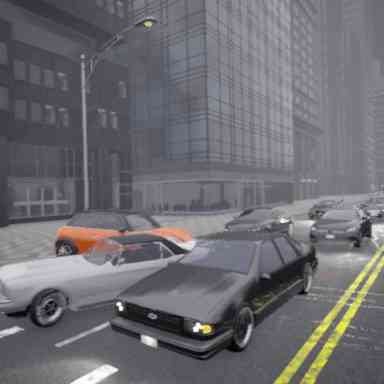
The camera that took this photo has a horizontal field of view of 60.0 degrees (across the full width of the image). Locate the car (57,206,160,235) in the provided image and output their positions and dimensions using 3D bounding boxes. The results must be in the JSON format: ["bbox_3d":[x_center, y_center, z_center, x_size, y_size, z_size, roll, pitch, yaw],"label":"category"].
[{"bbox_3d":[-2.020,1.371,10.546,4.553,1.767,2.097,0,1,22],"label":"car"}]

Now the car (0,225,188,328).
[{"bbox_3d":[-1.627,1.645,7.250,4.718,1.301,1.895,-2,0,-33],"label":"car"}]

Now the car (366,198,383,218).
[{"bbox_3d":[13.454,1.170,24.019,2.128,1.511,4.902,-1,0,35],"label":"car"}]

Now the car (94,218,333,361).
[{"bbox_3d":[0.979,1.534,6.536,2.033,1.411,5.357,-1,0,36],"label":"car"}]

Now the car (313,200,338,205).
[{"bbox_3d":[10.305,1.322,25.190,1.994,1.385,4.181,-1,0,36],"label":"car"}]

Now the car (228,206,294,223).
[{"bbox_3d":[3.171,1.437,15.234,1.837,1.490,4.892,-1,0,36],"label":"car"}]

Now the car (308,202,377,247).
[{"bbox_3d":[6.529,1.375,14.338,1.812,1.442,4.674,-1,0,36],"label":"car"}]
